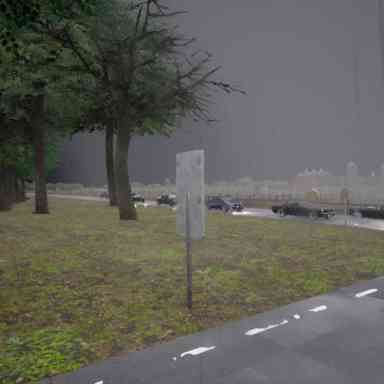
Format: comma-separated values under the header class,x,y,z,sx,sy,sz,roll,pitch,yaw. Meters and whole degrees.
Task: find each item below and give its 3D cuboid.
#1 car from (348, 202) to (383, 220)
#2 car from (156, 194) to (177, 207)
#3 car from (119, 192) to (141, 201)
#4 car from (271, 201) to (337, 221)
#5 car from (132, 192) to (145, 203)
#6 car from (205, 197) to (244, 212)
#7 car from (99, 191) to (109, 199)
class,x,y,z,sx,sy,sz,roll,pitch,yaw
car,13.621,1.387,23.439,1.895,1.301,4.718,-1,2,-36
car,-2.719,0.980,41.045,1.812,1.442,4.674,-1,1,-36
car,-10.663,0.741,57.052,1.994,1.385,4.181,-1,1,-35
car,8.484,1.354,25.502,1.895,1.301,4.718,-1,2,-36
car,-8.779,0.792,49.483,1.882,1.535,5.008,-1,1,-35
car,3.148,1.168,32.910,1.994,1.385,4.181,-1,2,-35
car,-16.480,0.603,65.104,2.033,1.411,5.357,-1,1,-36
